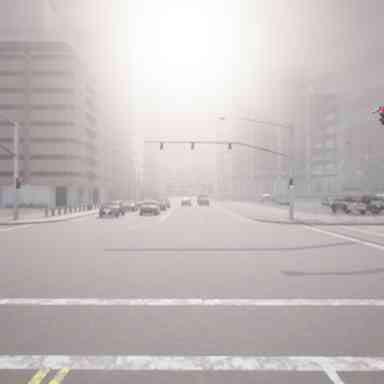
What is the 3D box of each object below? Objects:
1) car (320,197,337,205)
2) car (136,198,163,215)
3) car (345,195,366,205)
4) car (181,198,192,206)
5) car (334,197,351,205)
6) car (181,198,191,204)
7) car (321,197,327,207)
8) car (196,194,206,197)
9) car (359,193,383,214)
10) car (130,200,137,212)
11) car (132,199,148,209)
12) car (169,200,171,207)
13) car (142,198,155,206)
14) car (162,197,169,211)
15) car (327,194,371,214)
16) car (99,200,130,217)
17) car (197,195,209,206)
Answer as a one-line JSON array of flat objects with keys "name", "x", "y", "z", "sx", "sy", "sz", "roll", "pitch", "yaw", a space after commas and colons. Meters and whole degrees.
[{"name": "car", "x": 27.805, "y": 1.811, "z": 67.960, "sx": 1.970, "sy": 1.475, "sz": 3.806, "roll": 0, "pitch": 0, "yaw": 0}, {"name": "car", "x": -4.573, "y": 1.729, "z": 36.472, "sx": 1.837, "sy": 1.490, "sz": 4.892, "roll": 0, "pitch": 0, "yaw": 0}, {"name": "car", "x": 33.383, "y": 1.569, "z": 68.036, "sx": 1.932, "sy": 1.855, "sz": 4.605, "roll": 0, "pitch": 0, "yaw": 0}, {"name": "car", "x": -1.086, "y": 1.877, "z": 62.771, "sx": 2.128, "sy": 1.511, "sz": 4.902, "roll": 0, "pitch": 0, "yaw": 0}, {"name": "car", "x": 30.700, "y": 1.779, "z": 67.972, "sx": 1.784, "sy": 1.438, "sz": 3.905, "roll": 0, "pitch": 0, "yaw": 0}, {"name": "car", "x": -1.276, "y": 1.995, "z": 74.216, "sx": 2.033, "sy": 1.411, "sz": 5.357, "roll": 0, "pitch": 0, "yaw": 0}, {"name": "car", "x": 22.106, "y": 1.719, "z": 52.832, "sx": 1.970, "sy": 1.475, "sz": 3.806, "roll": 0, "pitch": 0, "yaw": 0}, {"name": "car", "x": 2.222, "y": 1.505, "z": 74.075, "sx": 2.150, "sy": 2.045, "sz": 5.566, "roll": 0, "pitch": 0, "yaw": 0}, {"name": "car", "x": 19.480, "y": 1.373, "z": 35.354, "sx": 1.905, "sy": 1.878, "sz": 3.866, "roll": 0, "pitch": 0, "yaw": 0}, {"name": "car", "x": -8.118, "y": 1.790, "z": 42.998, "sx": 1.812, "sy": 1.442, "sz": 4.674, "roll": 0, "pitch": 0, "yaw": 0}, {"name": "car", "x": -8.202, "y": 1.889, "z": 52.992, "sx": 1.994, "sy": 1.385, "sz": 4.181, "roll": 0, "pitch": 0, "yaw": -1}, {"name": "car", "x": -4.711, "y": 1.693, "z": 55.533, "sx": 2.097, "sy": 1.767, "sz": 4.553, "roll": 0, "pitch": 0, "yaw": 0}, {"name": "car", "x": -8.238, "y": 1.865, "z": 63.116, "sx": 1.882, "sy": 1.535, "sz": 5.008, "roll": 0, "pitch": 0, "yaw": 0}, {"name": "car", "x": -4.645, "y": 1.632, "z": 45.616, "sx": 2.097, "sy": 1.767, "sz": 4.553, "roll": 0, "pitch": 0, "yaw": -1}, {"name": "car", "x": 16.585, "y": 1.370, "z": 35.396, "sx": 1.932, "sy": 1.855, "sz": 4.605, "roll": 0, "pitch": 0, "yaw": 0}, {"name": "car", "x": -8.051, "y": 1.699, "z": 33.849, "sx": 2.128, "sy": 1.511, "sz": 4.902, "roll": 0, "pitch": 0, "yaw": 0}, {"name": "car", "x": 2.302, "y": 1.871, "z": 64.268, "sx": 1.882, "sy": 1.535, "sz": 5.008, "roll": 0, "pitch": 0, "yaw": 0}]
